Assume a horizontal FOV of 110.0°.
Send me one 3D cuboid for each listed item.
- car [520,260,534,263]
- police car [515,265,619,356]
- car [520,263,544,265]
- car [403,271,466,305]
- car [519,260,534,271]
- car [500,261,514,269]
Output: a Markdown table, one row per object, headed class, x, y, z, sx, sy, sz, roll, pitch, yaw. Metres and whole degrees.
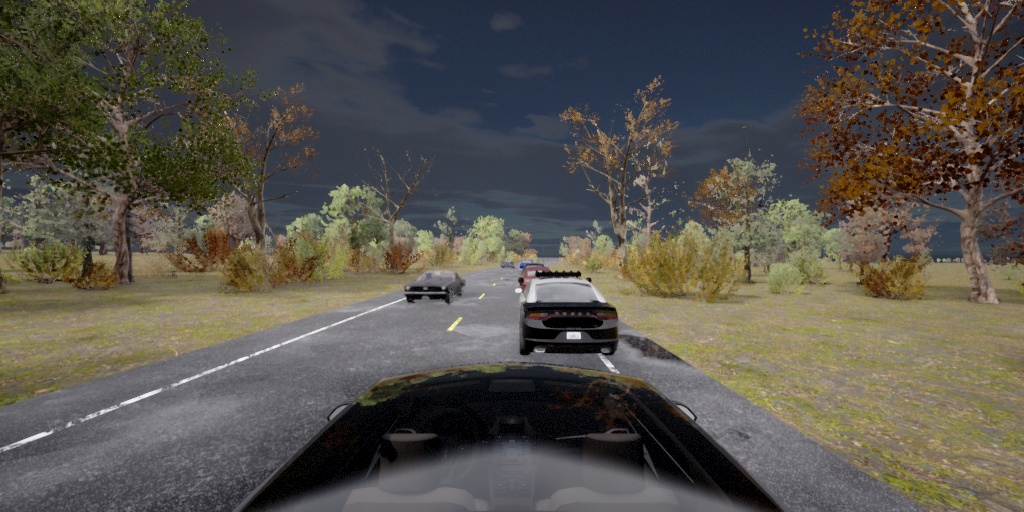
| class | x | y | z | sx | sy | sz | roll | pitch | yaw |
| --- | --- | --- | --- | --- | --- | --- | --- | --- | --- |
| car | 1.531 | 1.264 | 24.615 | 1.837 | 1.490 | 4.892 | 0 | 0 | 2 |
| police car | 1.107 | 1.176 | 8.801 | 1.930 | 1.638 | 5.238 | 0 | 0 | 1 |
| car | 1.324 | 1.280 | 18.645 | 1.812 | 1.442 | 4.674 | 0 | 0 | 2 |
| car | -3.371 | 1.354 | 16.389 | 1.895 | 1.301 | 4.718 | 0 | 0 | 2 |
| car | 2.106 | 1.309 | 50.363 | 1.882 | 1.535 | 5.008 | 0 | 0 | 5 |
| car | -0.733 | 1.438 | 59.590 | 1.994 | 1.385 | 4.181 | 0 | 0 | 6 |
